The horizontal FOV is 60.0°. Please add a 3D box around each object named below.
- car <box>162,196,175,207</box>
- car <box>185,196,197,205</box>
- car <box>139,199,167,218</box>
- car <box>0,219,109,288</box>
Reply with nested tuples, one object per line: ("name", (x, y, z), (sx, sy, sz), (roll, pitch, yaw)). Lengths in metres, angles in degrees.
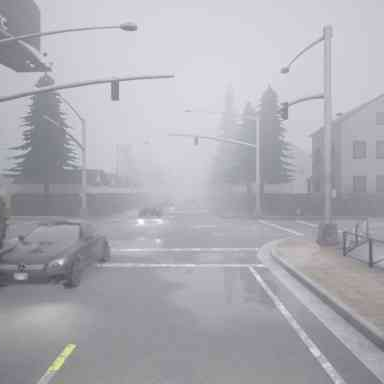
("car", (-3.657, 1.352, 50.065), (2.097, 1.767, 4.553), (0, 0, 0))
("car", (-0.100, 1.491, 59.300), (2.128, 1.511, 4.902), (0, 0, 0))
("car", (-3.651, 1.601, 30.282), (1.895, 1.301, 4.718), (0, 0, 0))
("car", (-3.623, 1.528, 9.353), (1.812, 1.442, 4.674), (0, 0, 0))
